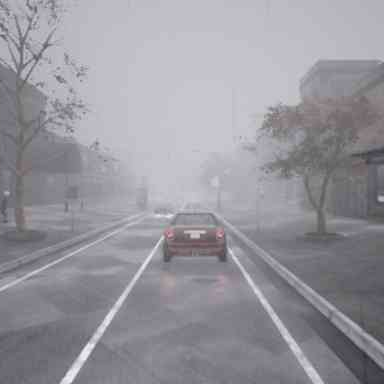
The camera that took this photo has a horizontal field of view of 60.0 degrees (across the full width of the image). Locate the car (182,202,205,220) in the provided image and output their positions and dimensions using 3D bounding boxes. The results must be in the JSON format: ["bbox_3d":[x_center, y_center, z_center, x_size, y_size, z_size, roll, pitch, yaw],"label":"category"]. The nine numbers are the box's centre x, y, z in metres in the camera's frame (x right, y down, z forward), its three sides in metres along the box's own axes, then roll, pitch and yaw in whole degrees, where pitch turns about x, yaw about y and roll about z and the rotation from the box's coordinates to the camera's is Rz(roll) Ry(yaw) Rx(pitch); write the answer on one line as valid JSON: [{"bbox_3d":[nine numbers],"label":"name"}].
[{"bbox_3d":[0.107,1.749,31.544,2.033,1.411,5.357,0,0,0],"label":"car"}]

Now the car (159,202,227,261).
[{"bbox_3d":[0.103,1.428,12.704,2.097,1.767,4.553,0,0,0],"label":"car"}]

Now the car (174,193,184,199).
[{"bbox_3d":[-2.984,1.121,78.917,2.150,2.045,5.566,0,0,0],"label":"car"}]

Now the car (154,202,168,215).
[{"bbox_3d":[-3.085,1.804,37.360,1.994,1.385,4.181,0,0,0],"label":"car"}]
